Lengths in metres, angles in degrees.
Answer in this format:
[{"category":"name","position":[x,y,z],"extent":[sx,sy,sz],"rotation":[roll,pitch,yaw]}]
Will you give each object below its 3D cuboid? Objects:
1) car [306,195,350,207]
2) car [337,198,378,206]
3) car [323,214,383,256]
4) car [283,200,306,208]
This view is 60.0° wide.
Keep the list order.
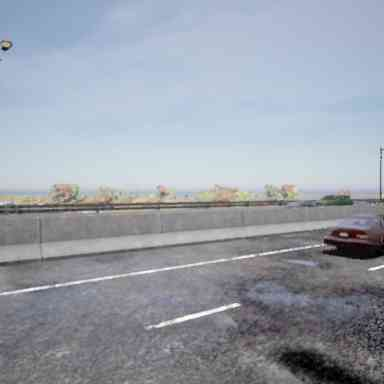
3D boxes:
[{"category":"car","position":[15.387,1.321,36.454],"extent":[5.566,2.045,2.150],"rotation":[0,0,-35]},{"category":"car","position":[17.267,1.646,33.496],"extent":[5.357,1.411,2.033],"rotation":[0,0,-35]},{"category":"car","position":[7.495,1.588,13.395],"extent":[5.357,1.411,2.033],"rotation":[0,0,-35]},{"category":"car","position":[13.024,1.645,39.067],"extent":[5.357,1.411,2.033],"rotation":[0,0,-35]}]
